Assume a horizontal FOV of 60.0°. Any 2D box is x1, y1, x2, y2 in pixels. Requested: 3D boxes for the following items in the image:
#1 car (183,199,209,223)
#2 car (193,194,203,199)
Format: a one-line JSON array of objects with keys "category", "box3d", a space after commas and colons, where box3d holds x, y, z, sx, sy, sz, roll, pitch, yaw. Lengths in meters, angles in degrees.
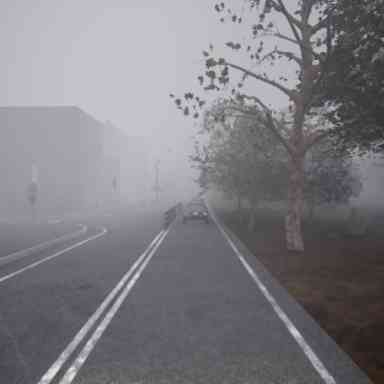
[{"category": "car", "box3d": [0.285, 1.486, 24.659, 2.033, 1.411, 5.357, 0, 0, 1]}, {"category": "car", "box3d": [0.711, 1.387, 45.652, 1.994, 1.385, 4.181, 0, 0, 1]}]
